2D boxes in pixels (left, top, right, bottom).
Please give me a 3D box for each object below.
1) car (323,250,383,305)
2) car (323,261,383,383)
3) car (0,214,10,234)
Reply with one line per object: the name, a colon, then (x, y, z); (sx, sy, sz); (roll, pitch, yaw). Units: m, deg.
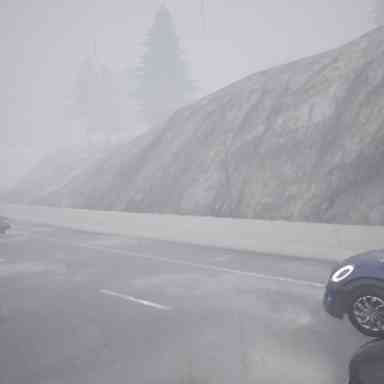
car: (4.521, 1.368, 5.162); (4.553, 1.767, 2.097); (0, 0, 35)
car: (3.330, 1.534, 1.685); (4.674, 1.442, 1.812); (0, 0, 35)
car: (-11.926, 1.577, 18.538); (5.357, 1.411, 2.033); (0, 0, 43)
